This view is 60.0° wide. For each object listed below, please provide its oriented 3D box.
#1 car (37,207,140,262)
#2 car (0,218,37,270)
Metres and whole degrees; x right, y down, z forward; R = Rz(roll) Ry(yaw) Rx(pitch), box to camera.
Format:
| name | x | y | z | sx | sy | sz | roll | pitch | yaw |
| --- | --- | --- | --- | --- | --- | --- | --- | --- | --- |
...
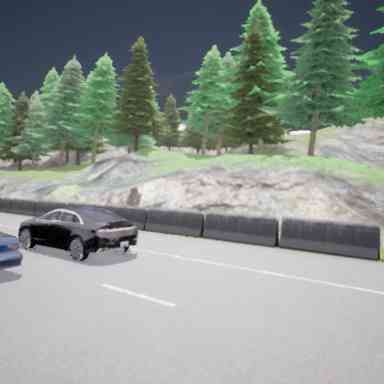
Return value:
| name | x | y | z | sx | sy | sz | roll | pitch | yaw |
| --- | --- | --- | --- | --- | --- | --- | --- | --- | --- |
| car | -3.938 | 1.248 | 11.189 | 4.902 | 1.511 | 2.128 | 2 | 1 | 36 |
| car | -6.564 | 1.286 | 8.770 | 5.357 | 1.411 | 2.033 | 2 | 1 | 36 |
